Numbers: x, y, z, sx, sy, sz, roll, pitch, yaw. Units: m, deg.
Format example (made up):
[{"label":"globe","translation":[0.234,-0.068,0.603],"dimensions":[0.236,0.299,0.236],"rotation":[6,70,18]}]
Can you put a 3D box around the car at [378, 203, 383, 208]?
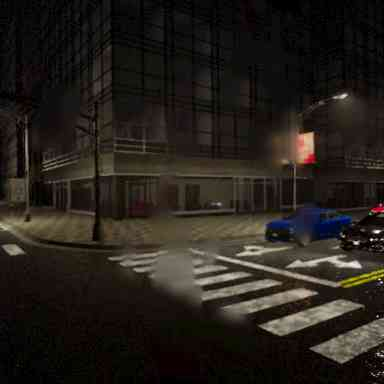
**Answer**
[{"label":"car","translation":[13.604,1.310,21.343],"dimensions":[5.566,2.045,2.150],"rotation":[0,0,-36]}]

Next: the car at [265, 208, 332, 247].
[{"label":"car","translation":[5.532,1.556,15.594],"dimensions":[5.008,1.535,1.882],"rotation":[0,0,-36]}]

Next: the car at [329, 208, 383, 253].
[{"label":"car","translation":[7.787,1.565,13.220],"dimensions":[4.892,1.490,1.837],"rotation":[0,0,-36]}]
